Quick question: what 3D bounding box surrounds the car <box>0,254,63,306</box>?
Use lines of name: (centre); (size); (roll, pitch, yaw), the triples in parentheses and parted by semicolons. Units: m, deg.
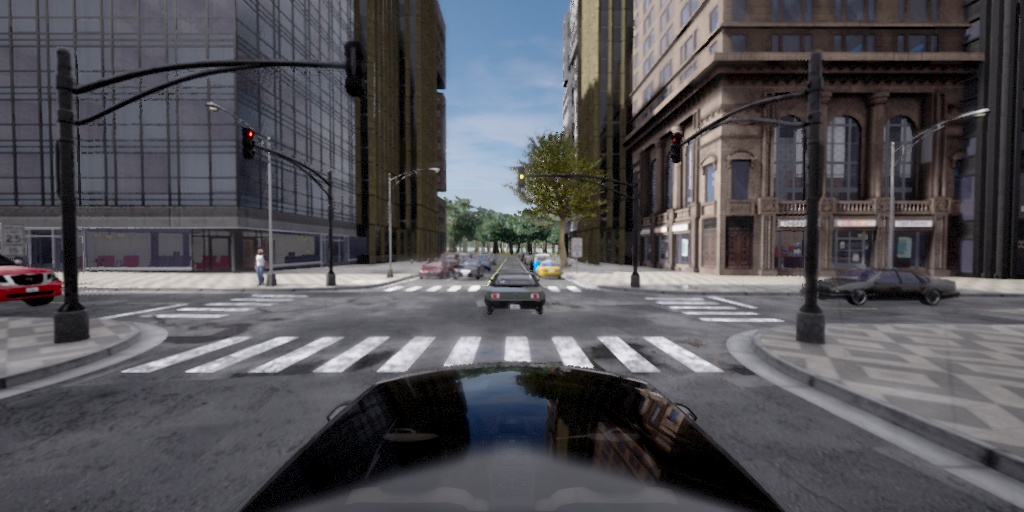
car: (-18.375, 0.723, 11.656); (5.566, 2.045, 2.150); (1, 1, 0)

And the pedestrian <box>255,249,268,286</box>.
pedestrian: (-12.523, 0.548, 17.903); (0.375, 1.860, 0.375); (0, 1, 0)

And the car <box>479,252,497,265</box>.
car: (-3.082, 0.613, 48.956); (2.128, 1.511, 4.902); (0, 1, 0)

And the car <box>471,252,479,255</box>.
car: (-5.765, 0.506, 44.128); (2.192, 1.841, 5.009); (0, 0, 0)

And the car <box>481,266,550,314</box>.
car: (0.102, 1.216, 13.101); (1.895, 1.301, 4.718); (0, 1, 0)

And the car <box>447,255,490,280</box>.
car: (-3.107, 0.924, 26.589); (2.128, 1.511, 4.902); (0, 1, 1)

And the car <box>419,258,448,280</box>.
car: (-5.764, 1.008, 27.089); (1.802, 1.307, 4.207); (0, 0, 0)

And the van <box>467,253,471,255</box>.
van: (-5.764, 0.612, 38.449); (1.690, 1.789, 3.998); (0, 0, 0)

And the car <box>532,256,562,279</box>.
car: (2.761, 0.951, 27.268); (1.751, 1.417, 4.829); (0, 0, 0)

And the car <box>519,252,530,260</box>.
car: (2.760, 0.493, 61.172); (2.007, 1.370, 4.403); (0, 0, 0)

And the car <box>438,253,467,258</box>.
car: (-5.764, 0.664, 32.769); (2.192, 1.841, 5.009); (0, 0, 0)

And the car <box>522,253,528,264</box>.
car: (2.761, 0.634, 49.985); (1.751, 1.417, 4.829); (0, 0, 0)

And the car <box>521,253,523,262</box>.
car: (2.760, 0.571, 55.493); (1.888, 1.381, 4.507); (0, 0, 0)

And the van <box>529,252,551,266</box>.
van: (2.761, 0.690, 32.778); (1.690, 1.789, 3.998); (0, 0, 0)

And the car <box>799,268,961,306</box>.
car: (15.214, 1.235, 14.949); (5.357, 1.411, 2.033); (0, 1, -2)

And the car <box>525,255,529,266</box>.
car: (2.761, 0.837, 38.457); (1.948, 1.339, 4.313); (0, 0, 0)

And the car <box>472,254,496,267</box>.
car: (-3.095, 0.832, 37.507); (2.033, 1.411, 5.357); (0, 1, 0)
